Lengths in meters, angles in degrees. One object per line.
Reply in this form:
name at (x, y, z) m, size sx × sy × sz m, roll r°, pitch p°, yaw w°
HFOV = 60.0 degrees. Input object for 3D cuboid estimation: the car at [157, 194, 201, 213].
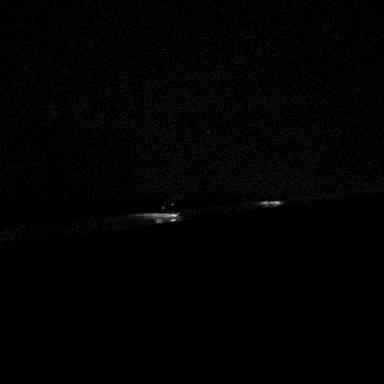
car at (-0.953, 0.951, 28.471) m, size 1.812 × 1.442 × 4.674 m, roll 0°, pitch 1°, yaw 35°

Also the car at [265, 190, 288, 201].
car at (11.779, 0.454, 46.328) m, size 1.882 × 1.535 × 5.008 m, roll 0°, pitch 1°, yaw 36°
